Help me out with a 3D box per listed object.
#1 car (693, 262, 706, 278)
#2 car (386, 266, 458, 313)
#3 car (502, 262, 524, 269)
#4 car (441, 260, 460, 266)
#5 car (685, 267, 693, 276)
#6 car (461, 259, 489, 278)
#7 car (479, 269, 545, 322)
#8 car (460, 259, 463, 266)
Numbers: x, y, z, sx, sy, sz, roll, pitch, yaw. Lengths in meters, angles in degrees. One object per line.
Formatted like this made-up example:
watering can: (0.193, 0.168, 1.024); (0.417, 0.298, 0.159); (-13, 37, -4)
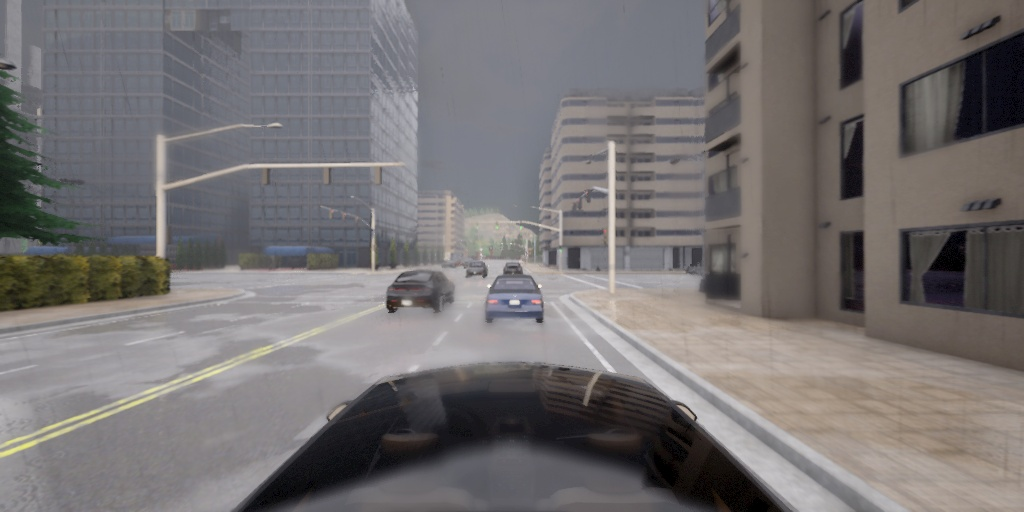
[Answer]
car: (19.988, 1.375, 33.672); (4.674, 1.442, 1.812); (0, 0, -1)
car: (-3.416, 1.293, 14.117); (1.837, 1.490, 4.892); (0, 0, 0)
car: (0.094, 1.360, 35.725); (1.837, 1.490, 4.892); (0, 0, 0)
car: (-10.556, 1.408, 60.075); (1.882, 1.535, 5.008); (0, 0, 0)
car: (20.572, 1.365, 37.194); (4.892, 1.490, 1.837); (0, 0, -1)
car: (-3.407, 1.347, 35.643); (2.128, 1.511, 4.902); (0, 0, 0)
car: (0.083, 1.331, 12.380); (2.033, 1.411, 5.357); (0, 0, 0)
car: (-7.056, 1.436, 60.127); (1.837, 1.490, 4.892); (0, 0, 0)
